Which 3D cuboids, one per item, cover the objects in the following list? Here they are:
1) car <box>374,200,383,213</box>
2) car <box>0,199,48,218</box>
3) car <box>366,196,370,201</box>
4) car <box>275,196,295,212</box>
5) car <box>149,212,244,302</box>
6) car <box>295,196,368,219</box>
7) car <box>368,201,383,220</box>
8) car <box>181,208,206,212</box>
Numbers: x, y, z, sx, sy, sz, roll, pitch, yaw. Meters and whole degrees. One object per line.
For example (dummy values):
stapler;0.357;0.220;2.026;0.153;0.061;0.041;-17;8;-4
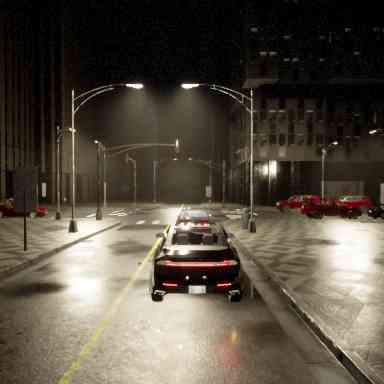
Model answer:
car;23.340;1.635;37.729;4.313;1.339;1.947;0;1;0
car;-14.959;1.567;29.035;4.507;1.381;1.887;0;1;0
car;17.698;1.354;37.701;5.009;1.841;2.192;0;1;0
car;12.055;1.326;37.676;5.009;1.841;2.192;0;1;0
car;0.089;1.490;8.235;2.128;1.511;4.902;0;0;0
car;12.082;1.463;29.152;5.009;1.841;2.192;0;1;0
car;17.725;1.743;29.180;4.313;1.339;1.947;0;1;0
car;0.077;1.550;17.944;2.033;1.411;5.357;0;0;0
